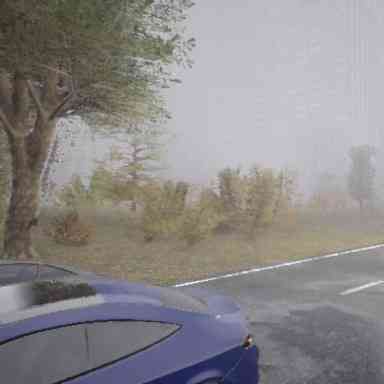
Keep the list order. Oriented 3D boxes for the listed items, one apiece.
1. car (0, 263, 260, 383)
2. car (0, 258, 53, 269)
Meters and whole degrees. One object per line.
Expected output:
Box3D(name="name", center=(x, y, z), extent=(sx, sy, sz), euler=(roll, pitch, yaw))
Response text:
Box3D(name="car", center=(-1.471, 1.538, 2.627), extent=(4.674, 1.442, 1.812), euler=(0, 0, -35))
Box3D(name="car", center=(-3.295, 1.815, 5.413), extent=(4.181, 1.385, 1.994), euler=(1, -9, -35))
